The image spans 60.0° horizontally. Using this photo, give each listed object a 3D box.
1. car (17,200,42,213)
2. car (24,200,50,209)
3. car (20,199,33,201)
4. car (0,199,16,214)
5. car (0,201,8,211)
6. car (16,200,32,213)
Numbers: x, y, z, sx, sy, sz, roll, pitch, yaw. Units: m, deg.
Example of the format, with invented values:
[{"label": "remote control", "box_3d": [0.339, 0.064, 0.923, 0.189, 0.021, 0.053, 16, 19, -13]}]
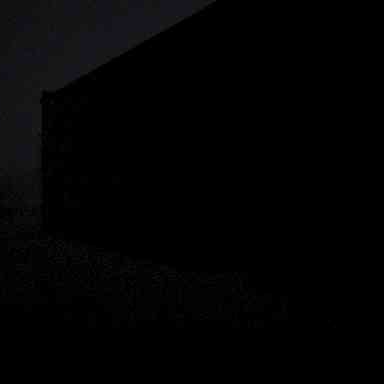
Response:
[{"label": "car", "box_3d": [-24.594, 2.417, 49.072, 4.792, 1.488, 2.163, 1, -2, 18]}, {"label": "car", "box_3d": [-31.980, 2.561, 68.837, 4.553, 1.767, 2.185, 1, -1, 18]}, {"label": "car", "box_3d": [-23.741, 2.356, 51.729, 4.553, 1.767, 2.185, 1, -2, 18]}, {"label": "car", "box_3d": [-26.238, 2.050, 43.754, 4.553, 1.767, 2.185, 1, -2, 18]}, {"label": "car", "box_3d": [-35.190, 2.427, 58.147, 5.366, 1.575, 1.946, 1, -2, 18]}, {"label": "car", "box_3d": [-25.391, 2.315, 46.402, 4.792, 1.488, 2.163, 1, -2, 18]}]
